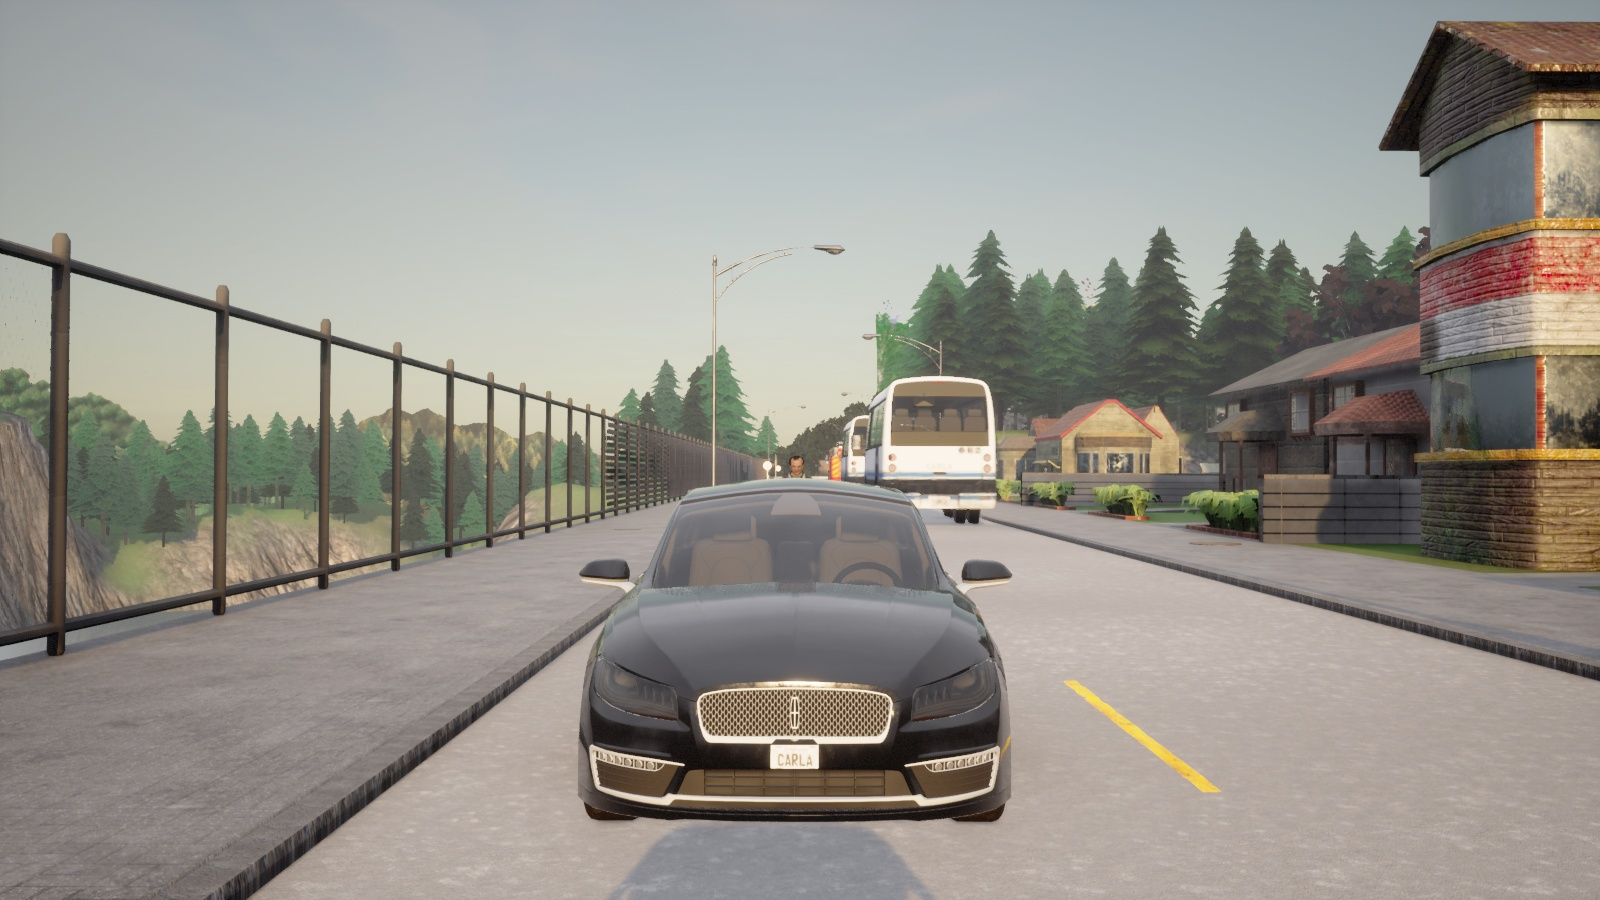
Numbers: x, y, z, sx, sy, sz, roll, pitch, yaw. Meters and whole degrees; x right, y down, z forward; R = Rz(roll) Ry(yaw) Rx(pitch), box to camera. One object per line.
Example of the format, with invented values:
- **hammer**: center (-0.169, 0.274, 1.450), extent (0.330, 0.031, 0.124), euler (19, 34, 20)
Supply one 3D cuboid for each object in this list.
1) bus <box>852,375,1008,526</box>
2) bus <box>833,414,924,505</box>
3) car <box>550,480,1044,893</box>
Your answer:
- **bus**: center (3.899, 0.104, 40.676), extent (3.944, 4.253, 10.273), euler (0, -1, 0)
- **bus**: center (3.843, 0.499, 64.223), extent (3.944, 4.253, 10.273), euler (0, -1, 0)
- **car**: center (-0.017, 0.939, 7.131), extent (1.837, 1.490, 4.892), euler (0, -1, 0)
